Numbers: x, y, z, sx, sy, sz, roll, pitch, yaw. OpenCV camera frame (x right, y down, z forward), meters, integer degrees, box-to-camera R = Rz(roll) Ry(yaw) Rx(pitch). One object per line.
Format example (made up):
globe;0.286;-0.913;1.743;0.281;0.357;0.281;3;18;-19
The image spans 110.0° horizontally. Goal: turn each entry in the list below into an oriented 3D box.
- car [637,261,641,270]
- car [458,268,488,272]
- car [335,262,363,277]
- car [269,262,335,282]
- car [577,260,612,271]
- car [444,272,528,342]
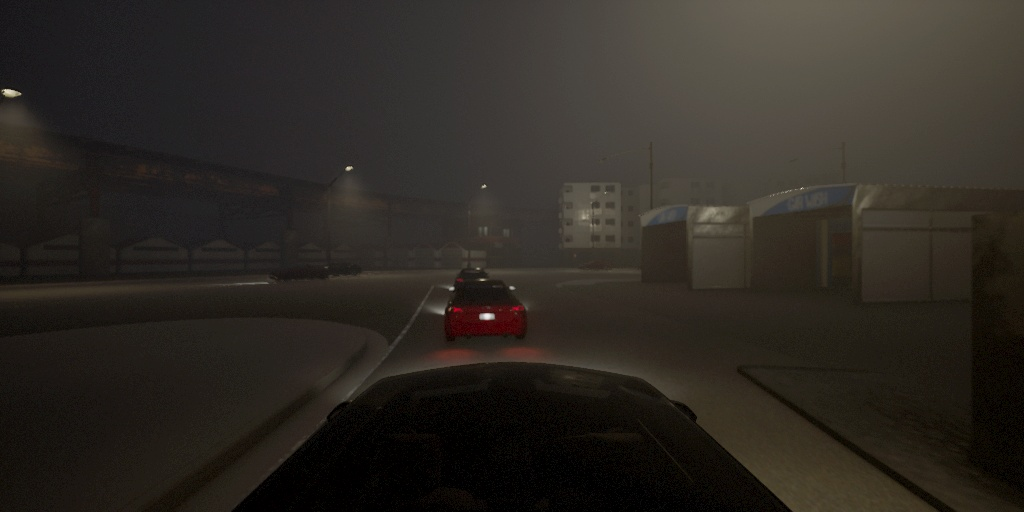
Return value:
car;18.726;0.991;45.333;5.566;2.045;2.150;0;0;2
car;-2.158;1.328;19.847;1.994;1.385;4.181;0;0;-8
car;-17.096;1.288;34.778;1.837;1.490;4.892;-3;-2;45
car;-17.261;1.342;29.217;1.994;1.385;4.181;0;0;39
car;11.121;1.301;48.390;4.674;1.442;1.812;0;0;-6
car;-0.808;1.319;9.951;1.994;1.385;4.181;0;0;-7
